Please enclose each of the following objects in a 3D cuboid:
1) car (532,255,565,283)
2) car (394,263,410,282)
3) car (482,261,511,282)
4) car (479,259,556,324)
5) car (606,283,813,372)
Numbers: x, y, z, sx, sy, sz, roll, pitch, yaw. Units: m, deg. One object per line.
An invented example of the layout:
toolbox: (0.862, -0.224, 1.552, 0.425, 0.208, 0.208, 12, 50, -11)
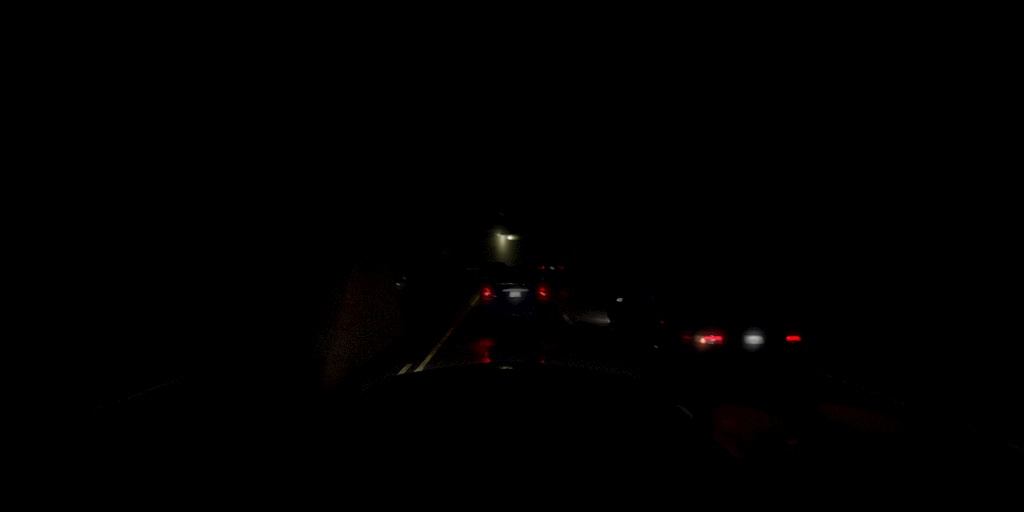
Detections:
car: (2.518, 0.972, 28.079, 2.150, 2.045, 5.566, 0, 0, -8)
car: (-8.521, 1.298, 29.591, 2.033, 1.411, 5.357, 0, 0, -10)
car: (-1.401, 1.228, 30.251, 1.882, 1.535, 5.008, 0, 0, -9)
car: (0.077, 1.102, 12.189, 2.097, 1.767, 4.553, 0, 0, -1)
car: (3.598, 1.297, 7.831, 2.033, 1.411, 5.357, 0, 0, 0)
